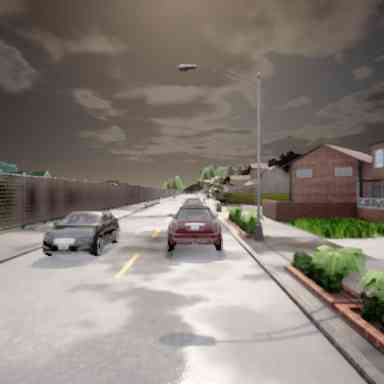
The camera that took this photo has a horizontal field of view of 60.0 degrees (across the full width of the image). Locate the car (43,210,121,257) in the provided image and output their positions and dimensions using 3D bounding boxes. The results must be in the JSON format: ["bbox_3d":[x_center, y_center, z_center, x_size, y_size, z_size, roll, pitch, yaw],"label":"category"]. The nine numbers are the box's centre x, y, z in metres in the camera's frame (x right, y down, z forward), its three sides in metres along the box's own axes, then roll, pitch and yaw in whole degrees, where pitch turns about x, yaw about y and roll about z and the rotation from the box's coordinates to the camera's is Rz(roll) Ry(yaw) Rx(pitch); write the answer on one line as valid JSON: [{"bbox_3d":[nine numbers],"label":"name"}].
[{"bbox_3d":[-4.093,1.488,13.039,2.128,1.511,4.902,0,0,0],"label":"car"}]

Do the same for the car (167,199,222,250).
[{"bbox_3d":[0.106,1.348,14.479,2.097,1.767,4.553,0,0,0],"label":"car"}]
